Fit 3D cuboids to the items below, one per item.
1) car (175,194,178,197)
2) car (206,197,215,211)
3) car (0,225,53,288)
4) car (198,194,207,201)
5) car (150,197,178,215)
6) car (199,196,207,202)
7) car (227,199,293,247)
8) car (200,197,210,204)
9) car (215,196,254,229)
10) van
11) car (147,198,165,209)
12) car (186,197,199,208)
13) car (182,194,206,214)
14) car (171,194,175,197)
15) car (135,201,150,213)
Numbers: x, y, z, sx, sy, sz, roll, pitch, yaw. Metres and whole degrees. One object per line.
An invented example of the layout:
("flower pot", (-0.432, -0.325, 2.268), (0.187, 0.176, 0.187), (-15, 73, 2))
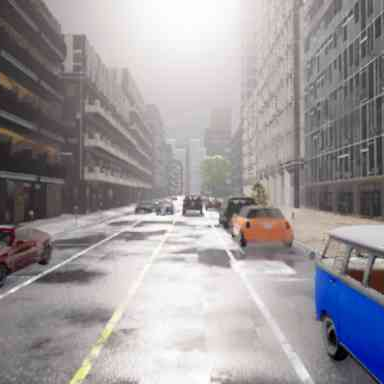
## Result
("car", (-5.315, 1.781, 93.895), (1.947, 1.339, 4.313), (1, 0, 0))
("car", (2.635, 1.530, 42.943), (1.967, 1.590, 4.097), (1, 0, 0))
("car", (-5.293, 1.600, 9.197), (1.802, 1.307, 4.206), (1, 0, 0))
("car", (2.733, 1.515, 88.161), (2.192, 1.841, 5.009), (1, 0, 0))
("car", (-2.799, 1.563, 34.928), (2.128, 1.511, 4.902), (0, 0, 0))
("car", (2.688, 1.730, 82.508), (1.887, 1.381, 4.507), (1, 0, 0))
("car", (3.009, 1.383, 15.277), (2.097, 1.767, 4.553), (0, 0, 0))
("car", (2.672, 1.707, 71.205), (2.008, 1.369, 4.403), (1, 0, 0))
("car", (3.012, 1.274, 22.338), (2.150, 2.045, 5.566), (0, 0, 0))
("van", (2.583, 1.348, 3.377), (1.690, 1.788, 3.998), (1, 0, 0))
("car", (-5.212, 1.653, 48.722), (2.008, 1.369, 4.403), (1, 0, 0))
("car", (0.094, 1.612, 50.712), (1.837, 1.490, 4.892), (0, 0, 1))
("car", (0.099, 1.299, 36.218), (2.150, 2.045, 5.566), (0, 0, 1))
("car", (-5.175, 1.681, 71.139), (1.752, 1.417, 4.829), (1, 0, 0))
("car", (-5.263, 1.643, 37.429), (1.947, 1.339, 4.313), (1, 0, 0))
